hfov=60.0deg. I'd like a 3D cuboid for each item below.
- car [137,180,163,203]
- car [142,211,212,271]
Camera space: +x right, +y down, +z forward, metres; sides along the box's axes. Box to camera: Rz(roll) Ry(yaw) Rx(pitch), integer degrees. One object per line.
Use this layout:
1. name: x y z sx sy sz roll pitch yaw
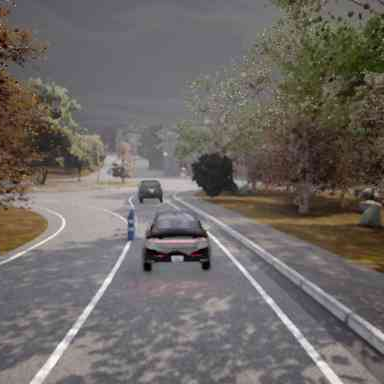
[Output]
1. car: -4.085 -0.173 32.246 2.150 2.045 5.566 -1 5 -11
2. car: -0.520 1.339 10.474 2.128 1.511 4.902 0 2 -4
